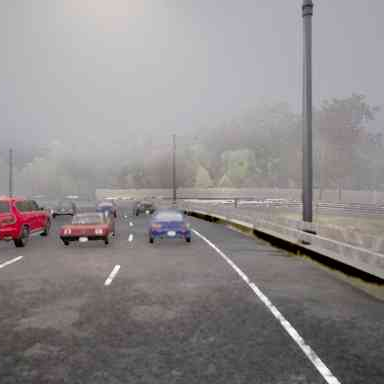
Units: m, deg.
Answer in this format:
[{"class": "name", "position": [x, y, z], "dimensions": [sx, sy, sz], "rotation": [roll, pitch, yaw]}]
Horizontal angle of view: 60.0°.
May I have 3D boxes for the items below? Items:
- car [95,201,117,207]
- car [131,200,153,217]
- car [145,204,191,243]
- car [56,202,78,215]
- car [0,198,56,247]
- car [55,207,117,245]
[{"class": "car", "position": [-7.977, 1.531, 30.804], "dimensions": [1.812, 1.442, 4.674], "rotation": [0, 0, -16]}, {"class": "car", "position": [-4.619, 1.515, 31.790], "dimensions": [1.837, 1.490, 4.892], "rotation": [0, 0, -16]}, {"class": "car", "position": [-1.167, 1.531, 15.930], "dimensions": [1.812, 1.442, 4.674], "rotation": [0, 0, -8]}, {"class": "car", "position": [-11.335, 1.561, 29.819], "dimensions": [2.033, 1.411, 5.357], "rotation": [0, 0, -16]}, {"class": "car", "position": [-8.099, 1.256, 14.961], "dimensions": [2.150, 2.045, 5.566], "rotation": [0, 0, -8]}, {"class": "car", "position": [-4.635, 1.614, 15.460], "dimensions": [1.895, 1.301, 4.718], "rotation": [0, 0, -8]}]
